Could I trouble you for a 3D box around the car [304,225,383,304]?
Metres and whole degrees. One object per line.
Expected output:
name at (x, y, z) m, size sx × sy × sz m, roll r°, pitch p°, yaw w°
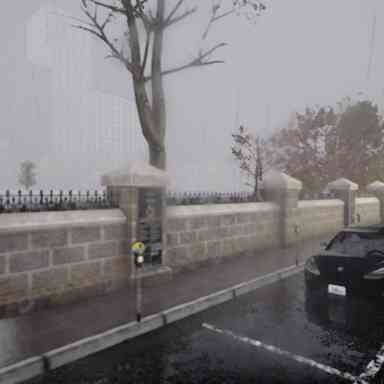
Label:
car at (4.359, 1.565, 8.185) m, size 1.947 × 1.339 × 4.313 m, roll 0°, pitch 0°, yaw 43°
